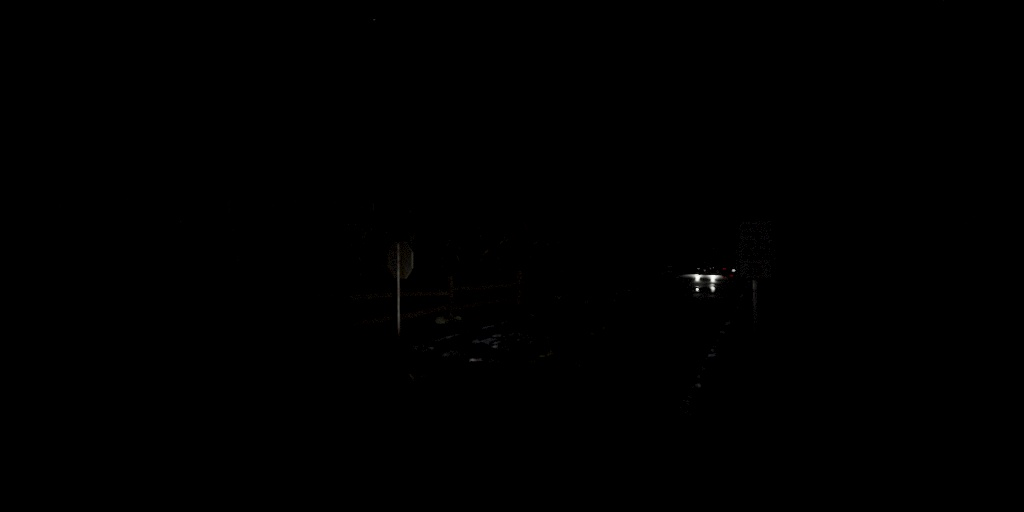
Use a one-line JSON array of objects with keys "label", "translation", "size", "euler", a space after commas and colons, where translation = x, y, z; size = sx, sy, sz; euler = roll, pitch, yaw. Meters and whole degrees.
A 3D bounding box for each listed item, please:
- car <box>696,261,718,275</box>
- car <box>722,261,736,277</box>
[{"label": "car", "translation": [21.971, 1.294, 40.261], "size": [1.837, 1.490, 4.892], "euler": [0, 0, 35]}, {"label": "car", "translation": [22.006, 1.352, 35.409], "size": [1.994, 1.385, 4.181], "euler": [0, 0, 35]}]
